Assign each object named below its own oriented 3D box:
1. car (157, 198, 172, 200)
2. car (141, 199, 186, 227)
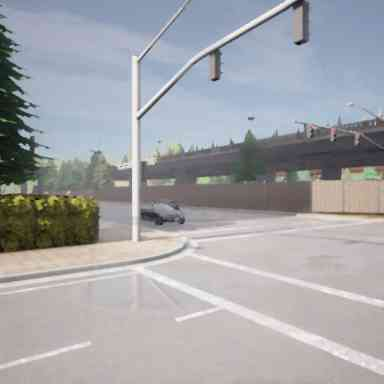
[{"bbox_3d":[-3.330,1.407,36.555,2.128,1.511,4.902,0,0,-35],"label":"car"},{"bbox_3d":[-2.291,1.453,22.705,1.812,1.442,4.674,0,0,-35],"label":"car"}]
